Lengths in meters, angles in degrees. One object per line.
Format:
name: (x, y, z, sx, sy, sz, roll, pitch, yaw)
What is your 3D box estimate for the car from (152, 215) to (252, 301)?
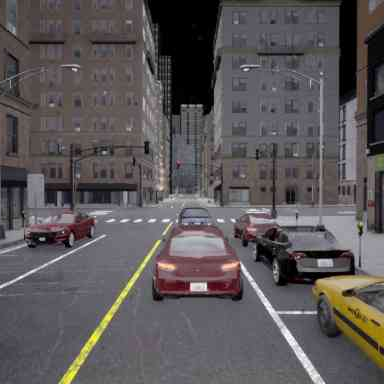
car: (0.103, 1.524, 8.210, 1.812, 1.442, 4.674, 0, 0, 0)

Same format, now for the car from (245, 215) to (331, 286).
car: (2.871, 1.563, 9.241, 1.947, 1.339, 4.313, -1, 0, 0)

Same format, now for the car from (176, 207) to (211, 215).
car: (0.141, 1.542, 18.231, 2.033, 1.411, 5.357, 0, 0, -3)

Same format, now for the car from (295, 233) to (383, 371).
car: (2.868, 1.524, 3.825, 1.752, 1.417, 4.829, -1, 0, 0)

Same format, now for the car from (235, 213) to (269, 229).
car: (2.874, 1.578, 14.827, 1.802, 1.307, 4.206, -1, 0, 0)

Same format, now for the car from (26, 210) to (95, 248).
car: (-5.671, 1.540, 14.828, 1.887, 1.381, 4.507, -1, 0, 0)
